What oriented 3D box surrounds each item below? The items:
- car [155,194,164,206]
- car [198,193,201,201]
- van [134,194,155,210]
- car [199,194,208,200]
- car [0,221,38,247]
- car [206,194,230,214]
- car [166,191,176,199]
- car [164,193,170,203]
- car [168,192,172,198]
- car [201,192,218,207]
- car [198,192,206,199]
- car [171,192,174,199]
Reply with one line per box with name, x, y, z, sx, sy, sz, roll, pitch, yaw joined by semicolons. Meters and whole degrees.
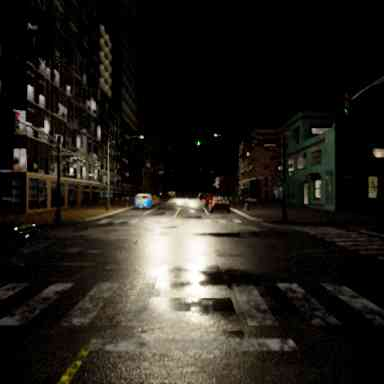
car;-5.673;1.249;50.055;1.752;1.417;4.829;1;0;0
car;2.711;0.942;67.284;2.192;1.841;5.009;1;0;0
van;-5.671;1.127;38.876;1.690;1.788;3.998;1;0;0
car;2.707;1.129;78.633;1.947;1.339;4.313;1;0;0
car;-9.132;1.569;14.021;4.718;1.301;1.895;-1;0;1
car;2.707;1.257;33.241;1.967;1.590;4.097;1;0;0
car;-5.667;0.815;89.941;2.192;1.841;5.009;1;0;0
car;-5.674;1.241;61.573;1.802;1.307;4.206;1;0;0
car;-5.673;1.193;67.247;1.947;1.339;4.313;1;0;0
car;2.710;1.069;44.588;2.192;1.841;5.009;1;0;0
car;2.710;0.940;89.980;1.967;1.590;4.097;1;0;0
car;-5.673;1.161;72.921;1.947;1.339;4.313;1;0;0
